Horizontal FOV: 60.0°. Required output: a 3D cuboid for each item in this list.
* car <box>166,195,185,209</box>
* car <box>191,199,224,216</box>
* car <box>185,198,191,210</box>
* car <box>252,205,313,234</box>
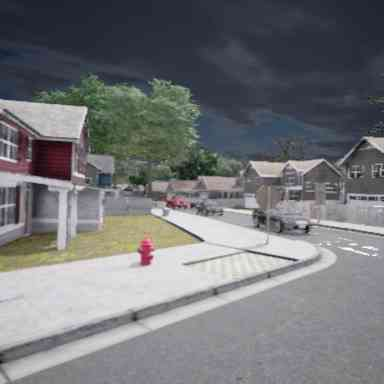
[{"bbox_3d":[-2.196,1.424,48.119,2.150,2.045,5.566,2,0,-17],"label":"car"},{"bbox_3d":[1.735,1.623,33.718,1.837,1.490,4.892,2,-1,-15],"label":"car"},{"bbox_3d":[1.000,1.785,47.449,2.128,1.511,4.902,2,-1,-16],"label":"car"},{"bbox_3d":[5.147,1.511,19.533,2.128,1.511,4.902,2,-1,-13],"label":"car"}]
